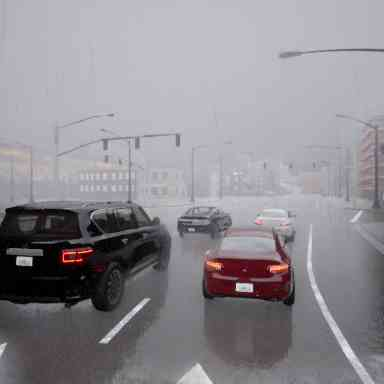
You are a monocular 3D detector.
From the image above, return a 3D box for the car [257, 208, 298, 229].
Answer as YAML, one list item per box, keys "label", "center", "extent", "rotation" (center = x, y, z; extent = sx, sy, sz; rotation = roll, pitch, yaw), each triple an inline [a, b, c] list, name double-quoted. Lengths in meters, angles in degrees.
- label: "car"
  center: [4.191, 1.526, 16.557]
  extent: [1.812, 1.442, 4.674]
  rotation: [0, 0, 20]

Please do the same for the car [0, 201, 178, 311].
- label: "car"
  center: [-2.161, 1.221, 8.039]
  extent: [2.150, 2.045, 5.566]
  rotation: [0, 0, 12]

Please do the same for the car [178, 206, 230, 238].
- label: "car"
  center: [0.784, 1.491, 17.289]
  extent: [2.128, 1.511, 4.902]
  rotation: [0, 0, 19]

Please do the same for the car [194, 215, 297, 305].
- label: "car"
  center: [1.452, 1.526, 8.124]
  extent: [1.812, 1.442, 4.674]
  rotation: [0, 0, 13]
